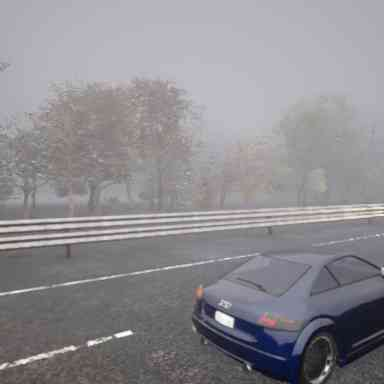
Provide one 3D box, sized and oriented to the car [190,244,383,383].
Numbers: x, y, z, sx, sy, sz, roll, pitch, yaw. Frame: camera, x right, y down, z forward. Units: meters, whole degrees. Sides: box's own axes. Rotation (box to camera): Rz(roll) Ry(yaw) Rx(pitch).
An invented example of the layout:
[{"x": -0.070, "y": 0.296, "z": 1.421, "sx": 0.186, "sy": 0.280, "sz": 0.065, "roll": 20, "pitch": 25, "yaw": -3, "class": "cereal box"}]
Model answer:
[{"x": 2.037, "y": 1.560, "z": 5.325, "sx": 4.181, "sy": 1.385, "sz": 1.994, "roll": 0, "pitch": 0, "yaw": -35, "class": "car"}]
